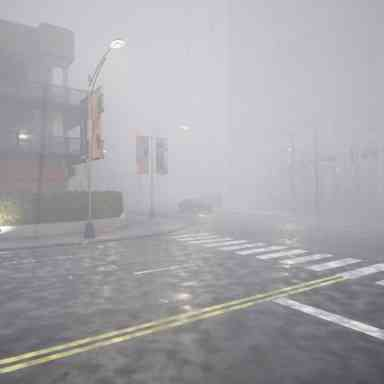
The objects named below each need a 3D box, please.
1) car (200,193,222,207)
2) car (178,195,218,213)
[{"bbox_3d":[2.098,1.217,48.831,2.150,2.045,5.566,0,-1,-33],"label":"car"},{"bbox_3d":[0.300,1.478,37.145,1.882,1.535,5.008,0,0,-35],"label":"car"}]
